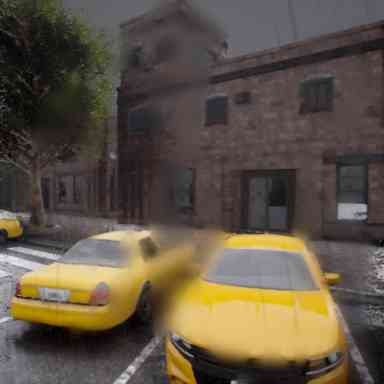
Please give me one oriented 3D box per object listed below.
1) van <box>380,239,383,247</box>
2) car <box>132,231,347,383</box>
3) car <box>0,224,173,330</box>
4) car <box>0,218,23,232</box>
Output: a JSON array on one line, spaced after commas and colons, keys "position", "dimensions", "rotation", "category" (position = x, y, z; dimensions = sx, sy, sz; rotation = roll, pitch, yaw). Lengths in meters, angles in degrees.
[{"position": [3.597, 1.260, 3.708], "dimensions": [1.878, 1.987, 4.442], "rotation": [0, -1, 15], "category": "van"}, {"position": [1.127, 1.483, 5.322], "dimensions": [2.097, 1.535, 5.008], "rotation": [1, 0, 15], "category": "car"}, {"position": [-1.282, 1.472, 7.227], "dimensions": [1.946, 1.575, 5.366], "rotation": [1, 0, 15], "category": "car"}, {"position": [-8.717, 1.353, 12.105], "dimensions": [1.946, 1.575, 5.366], "rotation": [1, 0, 16], "category": "car"}]
